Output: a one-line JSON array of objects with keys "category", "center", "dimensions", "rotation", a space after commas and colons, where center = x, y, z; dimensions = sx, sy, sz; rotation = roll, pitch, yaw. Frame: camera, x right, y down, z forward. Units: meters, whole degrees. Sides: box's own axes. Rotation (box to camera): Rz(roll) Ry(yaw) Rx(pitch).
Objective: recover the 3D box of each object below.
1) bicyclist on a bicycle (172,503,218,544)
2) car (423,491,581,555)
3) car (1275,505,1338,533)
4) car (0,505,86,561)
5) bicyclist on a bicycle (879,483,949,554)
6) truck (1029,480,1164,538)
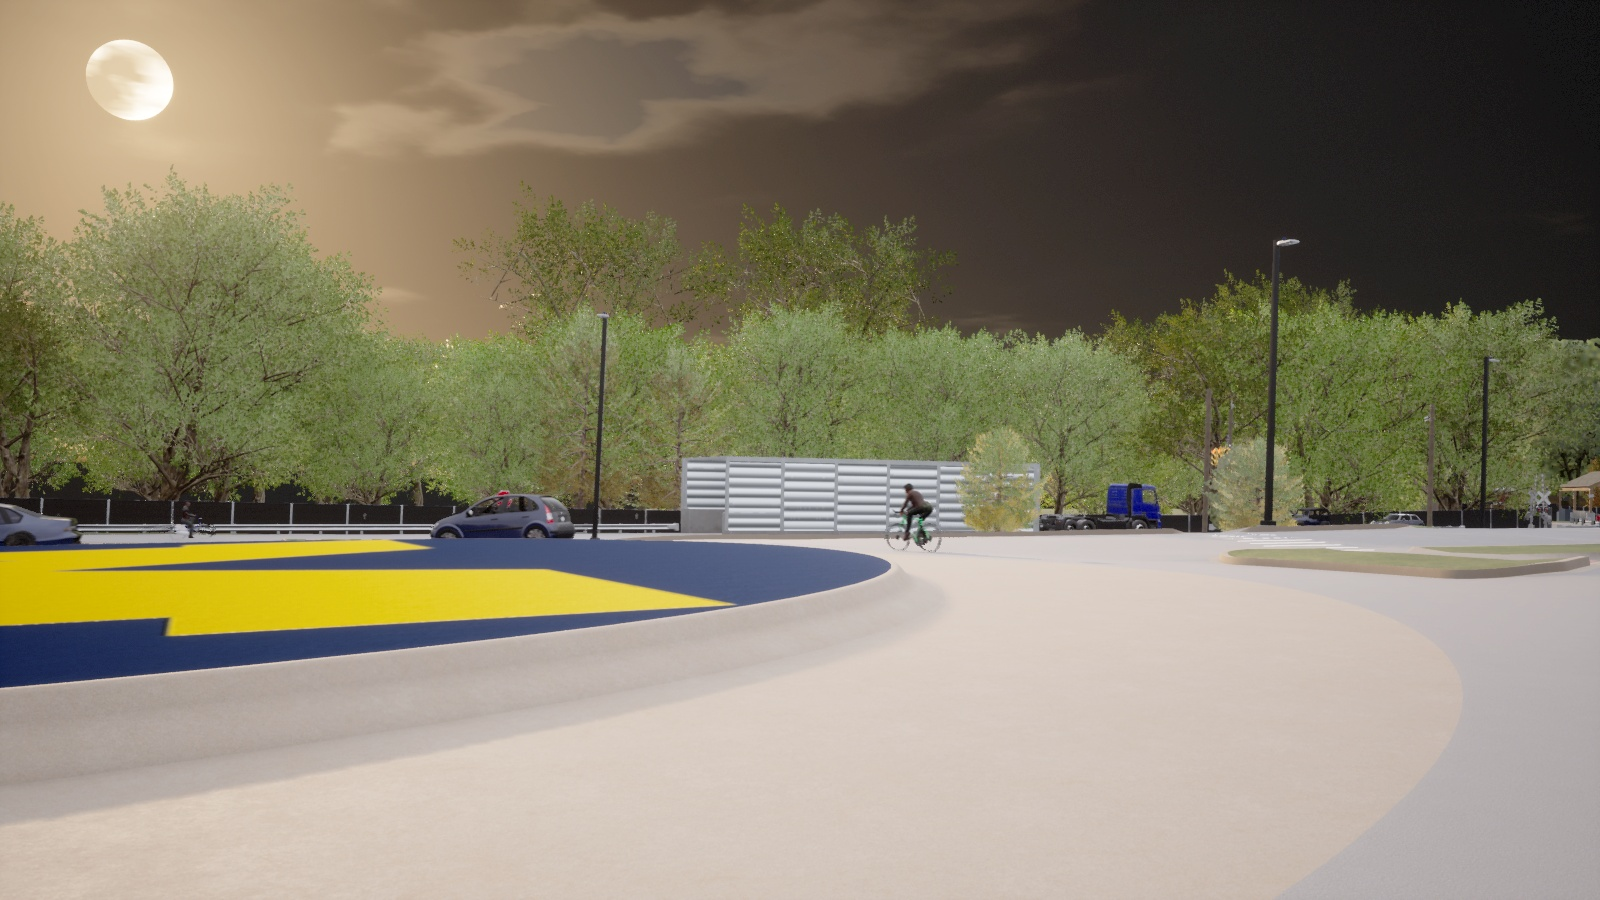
[{"category": "bicyclist on a bicycle", "center": [-27.899, 3.387, 57.885], "dimensions": [1.843, 1.776, 0.659], "rotation": [-1, -2, -27]}, {"category": "car", "center": [-8.607, 2.103, 36.374], "dimensions": [3.988, 1.617, 1.851], "rotation": [-3, -2, 11]}, {"category": "car", "center": [35.740, 4.847, 88.591], "dimensions": [3.866, 1.878, 1.905], "rotation": [1, -1, -21]}, {"category": "car", "center": [-22.360, 2.204, 33.703], "dimensions": [5.357, 1.411, 2.033], "rotation": [2, -1, -24]}, {"category": "bicyclist on a bicycle", "center": [2.686, 1.606, 29.658], "dimensions": [1.656, 1.620, 0.582], "rotation": [-2, -3, 45]}, {"category": "truck", "center": [18.535, 3.650, 78.380], "dimensions": [7.936, 3.462, 2.891], "rotation": [1, -1, -22]}]
